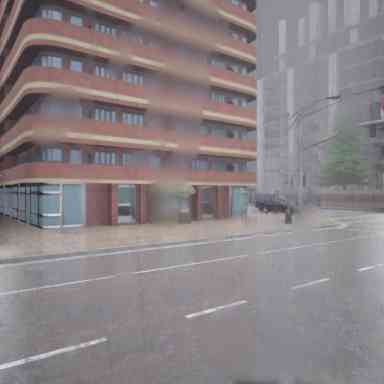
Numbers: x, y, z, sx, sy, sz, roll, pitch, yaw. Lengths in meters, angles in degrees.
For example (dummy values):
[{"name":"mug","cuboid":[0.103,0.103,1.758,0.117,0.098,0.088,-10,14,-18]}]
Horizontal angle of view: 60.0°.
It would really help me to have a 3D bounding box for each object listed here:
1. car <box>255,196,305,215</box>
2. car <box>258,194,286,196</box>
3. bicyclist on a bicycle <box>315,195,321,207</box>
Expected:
[{"name":"car","cuboid":[8.880,1.491,32.967,2.128,1.511,4.902,0,0,-36]},{"name":"car","cuboid":[9.703,1.222,37.764,2.150,2.045,5.566,0,0,-36]},{"name":"bicyclist on a bicycle","cuboid":[17.810,1.301,46.968,1.656,1.620,0.582,0,0,-36]}]
